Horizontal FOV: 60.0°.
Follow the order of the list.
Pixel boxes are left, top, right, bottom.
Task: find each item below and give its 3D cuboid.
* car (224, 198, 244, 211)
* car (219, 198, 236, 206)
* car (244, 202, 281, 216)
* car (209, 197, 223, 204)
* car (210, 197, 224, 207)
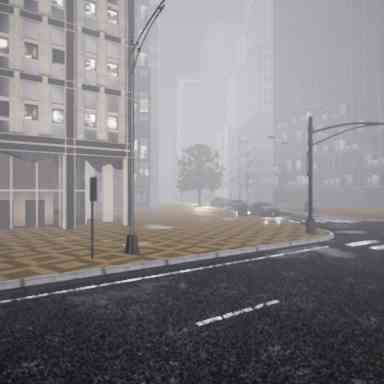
[{"bbox_3d":[6.092,1.717,44.329,1.882,1.535,5.008,0,0,-8],"label":"car"},{"bbox_3d":[6.723,1.872,63.302,2.128,1.511,4.902,0,0,-7],"label":"car"},{"bbox_3d":[7.384,1.714,34.417,2.033,1.411,5.357,0,0,-7],"label":"car"},{"bbox_3d":[5.368,1.886,73.630,2.128,1.511,4.902,0,0,-7],"label":"car"},{"bbox_3d":[4.474,1.689,56.729,2.097,1.767,4.553,0,-1,-7],"label":"car"}]
